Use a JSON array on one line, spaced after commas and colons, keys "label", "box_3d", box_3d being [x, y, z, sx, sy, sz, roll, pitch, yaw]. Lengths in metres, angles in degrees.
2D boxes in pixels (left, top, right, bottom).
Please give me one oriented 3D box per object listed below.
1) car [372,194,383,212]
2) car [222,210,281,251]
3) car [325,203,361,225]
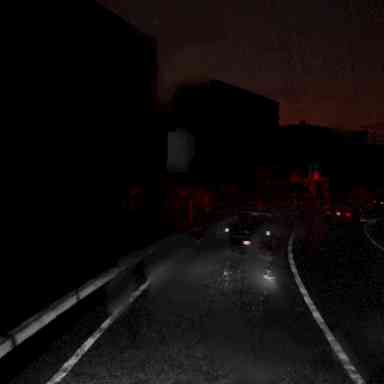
[{"label": "car", "box_3d": [21.852, 1.265, 36.598, 5.566, 2.045, 2.150, 0, 4, -42]}, {"label": "car", "box_3d": [2.580, 1.446, 13.701, 1.895, 1.301, 4.718, 2, 1, 18]}, {"label": "car", "box_3d": [11.027, 1.491, 24.115, 2.033, 1.411, 5.357, 4, 2, 33]}]
